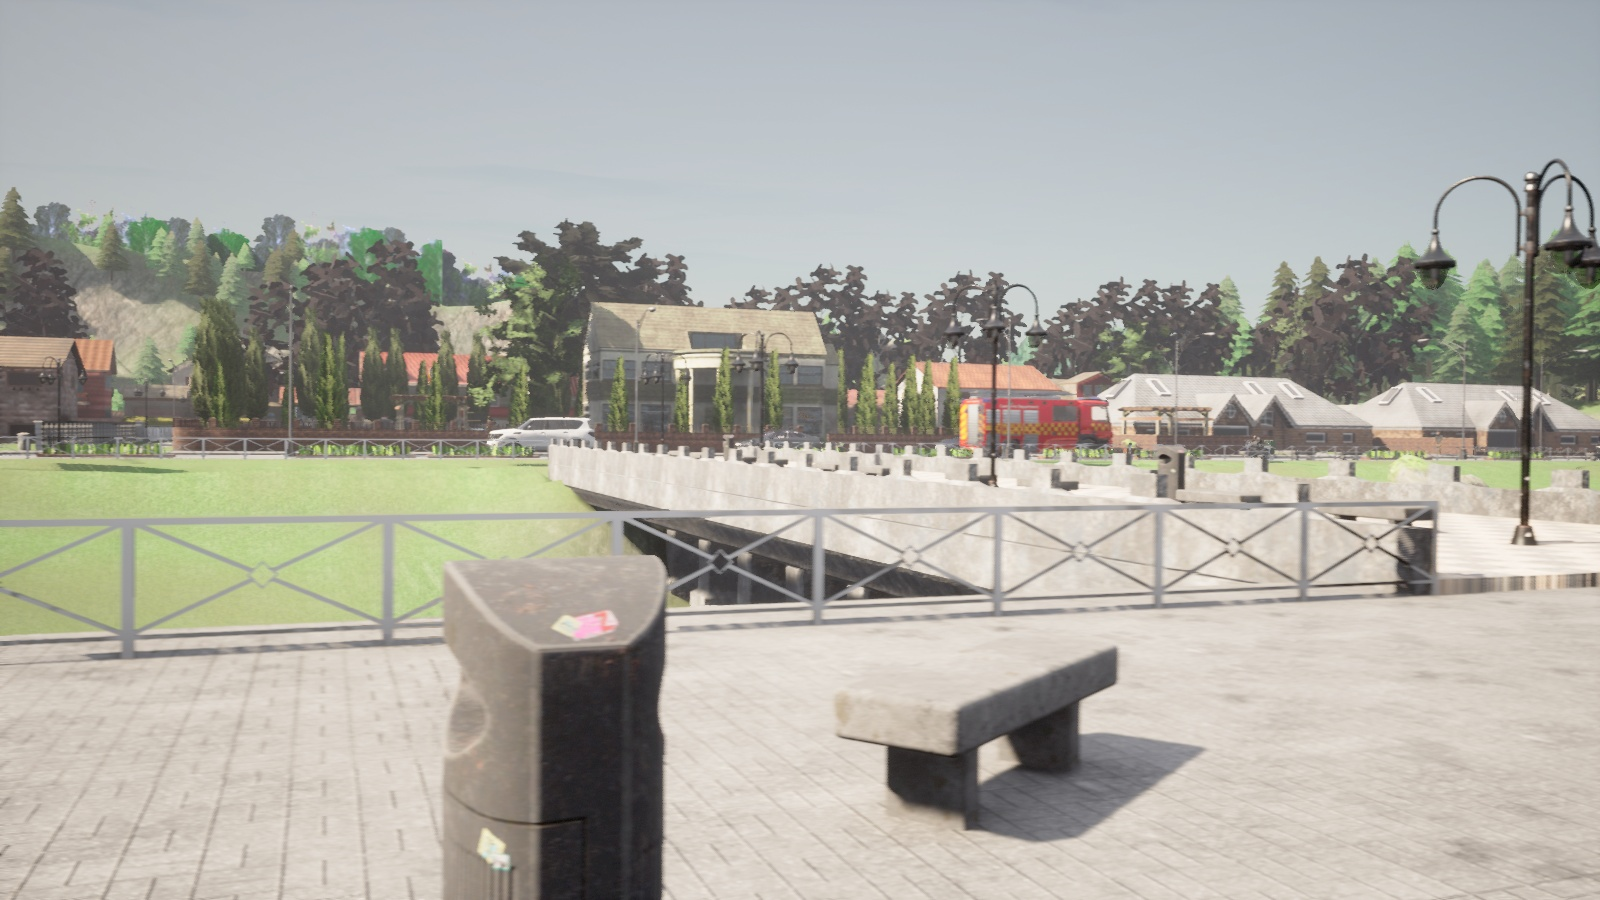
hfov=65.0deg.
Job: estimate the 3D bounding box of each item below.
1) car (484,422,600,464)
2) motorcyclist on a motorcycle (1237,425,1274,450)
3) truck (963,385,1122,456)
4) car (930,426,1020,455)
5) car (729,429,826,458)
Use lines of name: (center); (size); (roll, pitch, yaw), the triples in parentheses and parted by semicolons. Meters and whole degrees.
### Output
car: (-13.300, -0.392, 64.697); (5.566, 2.045, 2.150); (-1, 1, -21)
motorcyclist on a motorcycle: (29.358, -0.801, 80.886); (2.191, 1.530, 0.866); (-1, 1, -21)
truck: (13.663, -1.664, 70.638); (8.468, 3.827, 2.891); (-1, 1, -21)
car: (10.246, -0.581, 73.633); (4.856, 1.649, 2.033); (-1, 1, -21)
car: (-1.223, -0.360, 69.282); (4.902, 1.511, 2.128); (-1, 1, -21)
